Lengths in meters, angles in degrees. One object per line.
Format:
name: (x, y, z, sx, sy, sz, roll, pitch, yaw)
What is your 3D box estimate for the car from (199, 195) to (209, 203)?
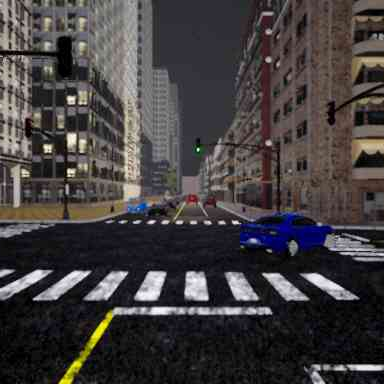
car: (2.689, 1.542, 78.718, 2.192, 1.841, 5.009, 0, 0, 0)

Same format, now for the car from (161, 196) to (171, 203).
car: (-5.692, 1.649, 73.166, 1.967, 1.590, 4.097, 0, 0, 0)

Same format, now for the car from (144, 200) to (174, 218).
car: (-3.095, 1.684, 31.836, 1.895, 1.301, 4.718, 0, 0, 0)

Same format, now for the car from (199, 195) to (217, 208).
car: (2.689, 1.455, 50.964, 2.192, 1.841, 5.009, 0, 0, 0)

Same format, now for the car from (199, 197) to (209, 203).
car: (2.689, 1.760, 73.166, 2.008, 1.369, 4.403, 0, 0, 0)

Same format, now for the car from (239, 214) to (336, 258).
car: (4.007, 1.624, 13.559, 5.008, 1.535, 1.882, 1, -1, -43)

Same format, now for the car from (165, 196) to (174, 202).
car: (-5.691, 1.797, 84.268, 2.008, 1.369, 4.403, 0, 0, 0)

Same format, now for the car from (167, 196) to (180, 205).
car: (-3.053, 1.762, 58.191, 1.895, 1.301, 4.718, 0, 0, 1)

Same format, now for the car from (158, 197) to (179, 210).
car: (-3.085, 1.681, 43.929, 1.994, 1.385, 4.181, 0, 0, 0)

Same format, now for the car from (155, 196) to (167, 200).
car: (-5.691, 1.681, 56.343, 1.752, 1.417, 4.829, 0, 0, 0)

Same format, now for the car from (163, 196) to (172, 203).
car: (-5.692, 1.752, 78.546, 1.752, 1.417, 4.829, 0, 0, 0)

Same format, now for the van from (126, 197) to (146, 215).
van: (-5.691, 1.431, 34.310, 1.690, 1.788, 3.998, 0, 0, 0)

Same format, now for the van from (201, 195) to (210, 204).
van: (2.689, 1.532, 67.616, 1.690, 1.788, 3.998, 0, 0, 0)

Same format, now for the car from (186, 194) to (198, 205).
car: (0.003, 1.399, 63.419, 2.150, 2.045, 5.566, 0, 0, 0)
